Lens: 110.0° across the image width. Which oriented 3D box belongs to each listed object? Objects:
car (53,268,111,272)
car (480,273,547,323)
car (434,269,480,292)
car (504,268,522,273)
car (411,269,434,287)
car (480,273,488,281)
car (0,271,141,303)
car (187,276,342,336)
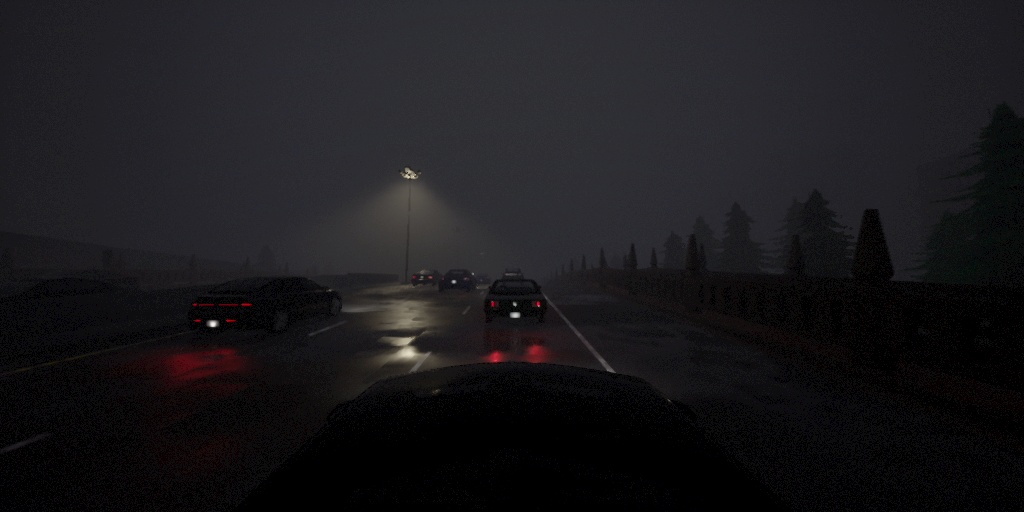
[{"bbox_3d":[-21.078,1.349,17.279,1.882,1.535,5.008,0,-1,0],"label":"car"},{"bbox_3d":[0.096,1.434,12.568,1.895,1.301,4.718,0,0,0],"label":"car"},{"bbox_3d":[-3.408,1.541,23.041,1.994,1.385,4.181,0,-2,0],"label":"car"},{"bbox_3d":[0.088,1.865,31.750,2.128,1.511,4.902,0,-4,0],"label":"car"},{"bbox_3d":[-6.911,1.820,30.022,2.033,1.411,5.357,0,-3,0],"label":"car"},{"bbox_3d":[-3.416,2.760,42.253,1.812,1.442,4.674,0,-6,0],"label":"car"},{"bbox_3d":[-14.096,1.345,10.629,1.812,1.442,4.674,0,0,0],"label":"car"},{"bbox_3d":[-6.903,1.325,10.697,1.837,1.490,4.892,0,0,0],"label":"car"}]
